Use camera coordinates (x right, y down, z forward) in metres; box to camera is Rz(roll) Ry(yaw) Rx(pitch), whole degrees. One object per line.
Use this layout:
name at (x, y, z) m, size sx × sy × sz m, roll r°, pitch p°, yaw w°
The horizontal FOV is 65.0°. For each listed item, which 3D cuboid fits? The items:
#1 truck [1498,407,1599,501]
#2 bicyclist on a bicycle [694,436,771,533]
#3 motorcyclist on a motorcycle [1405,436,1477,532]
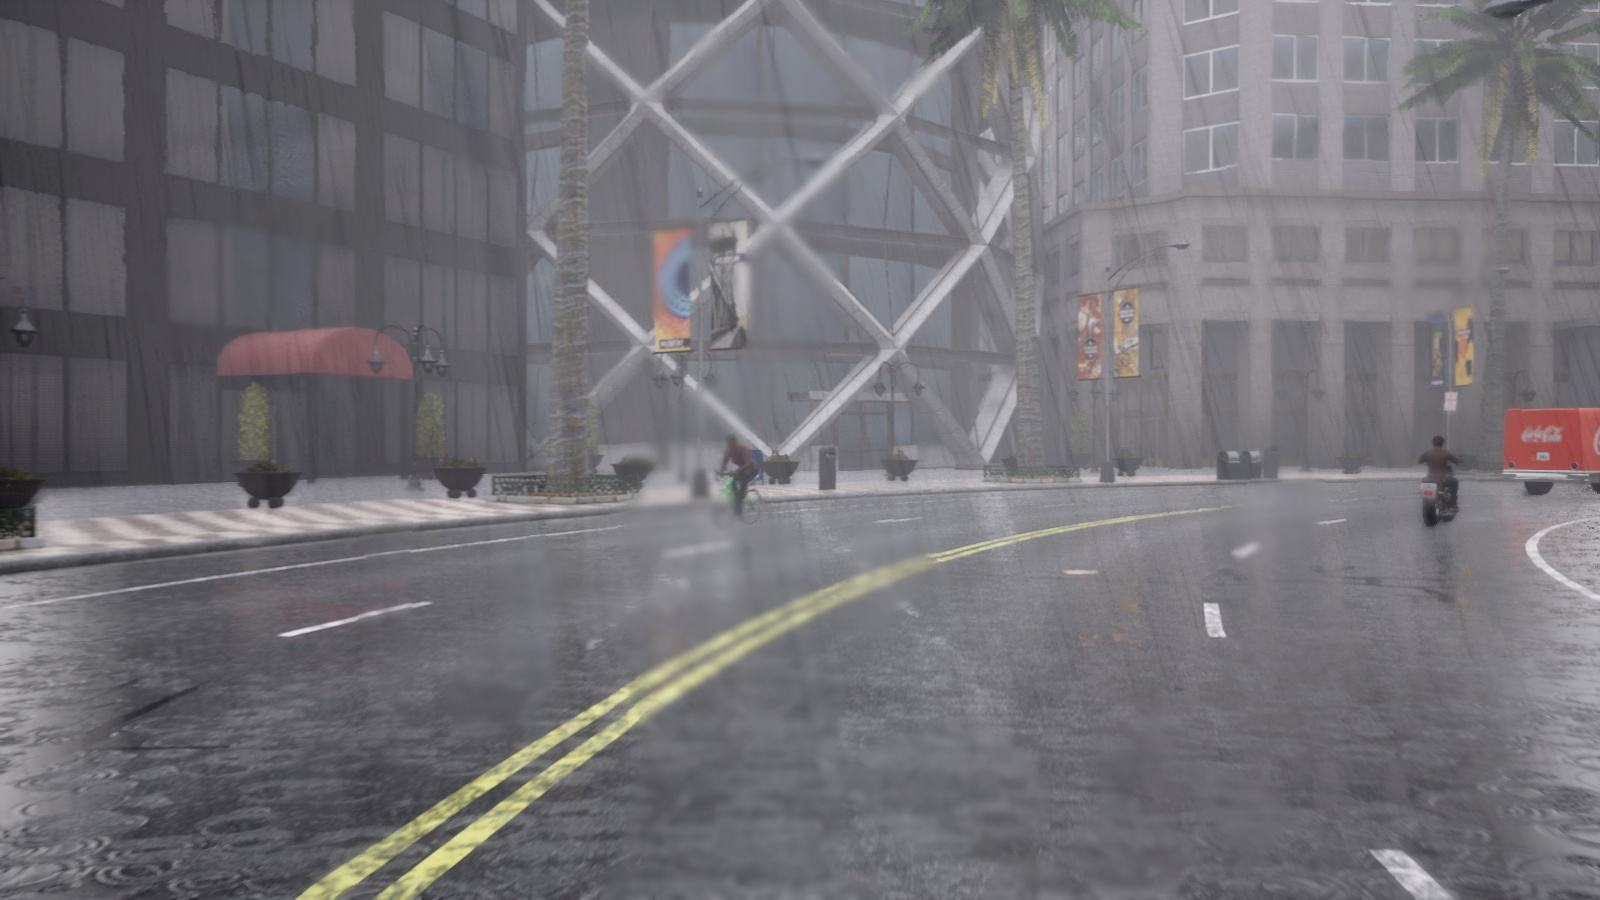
truck at (22.692, 0.098, 35.423) m, size 5.204 × 2.467 × 2.627 m, roll 0°, pitch 0°, yaw -24°
bicyclist on a bicycle at (-1.165, 0.573, 22.053) m, size 0.582 × 1.620 × 1.656 m, roll 1°, pitch 1°, yaw 28°
motorcyclist on a motorcycle at (11.643, 0.588, 22.759) m, size 0.766 × 1.649 × 2.350 m, roll 1°, pitch 0°, yaw 36°
